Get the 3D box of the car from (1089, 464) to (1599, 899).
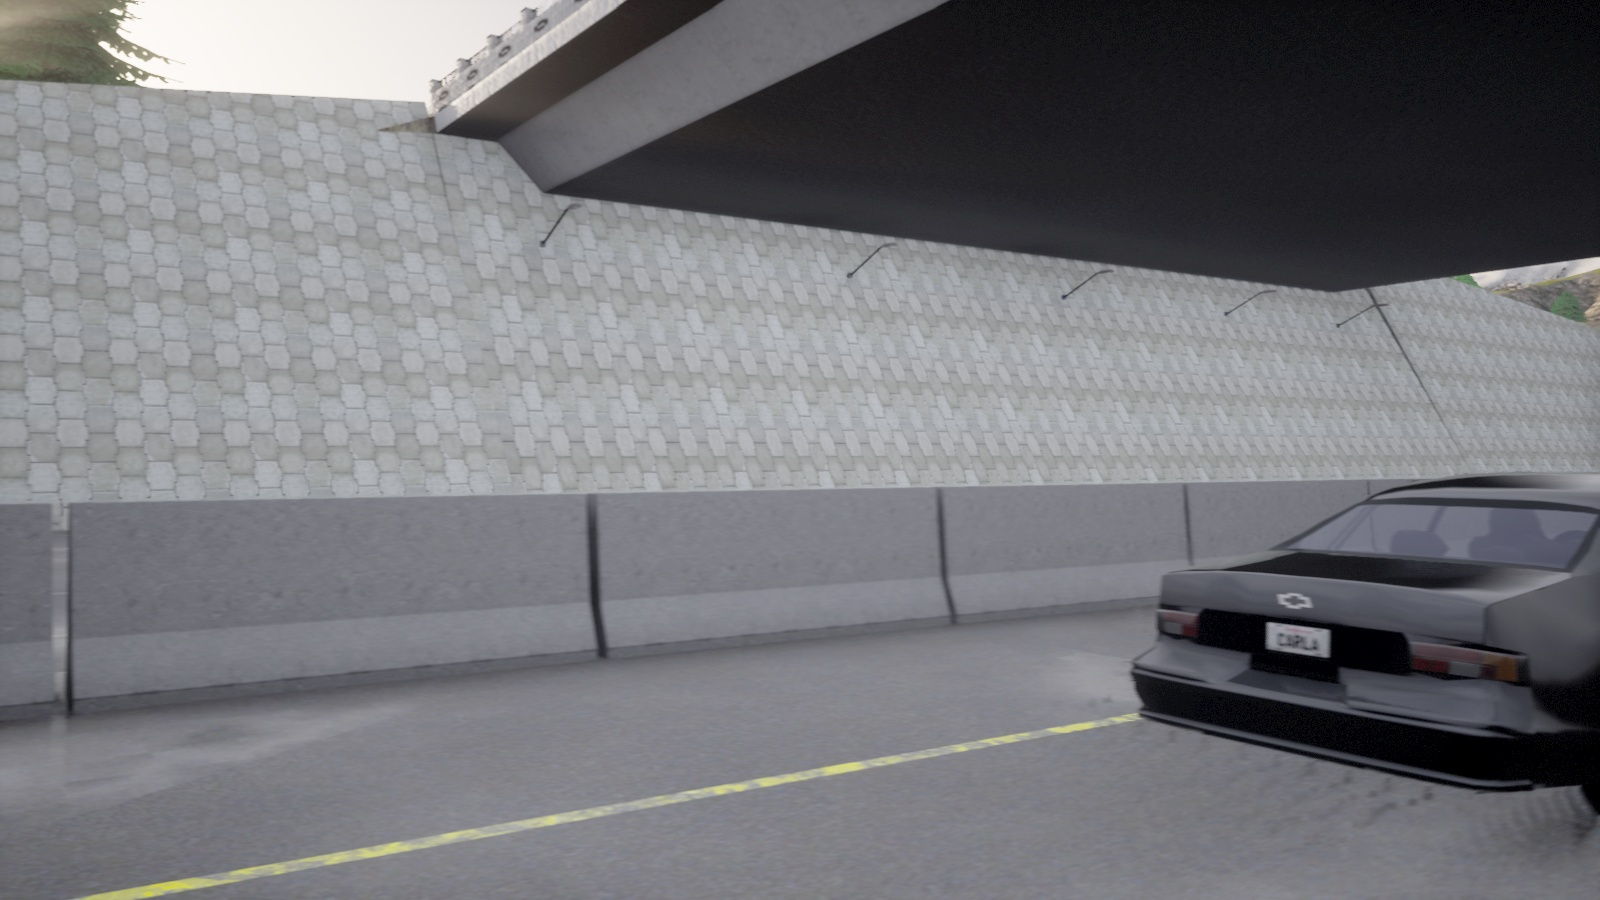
[{"bbox_3d":[4.124,0.800,6.529,5.357,1.411,2.033,0,0,-35],"label":"car"}]
